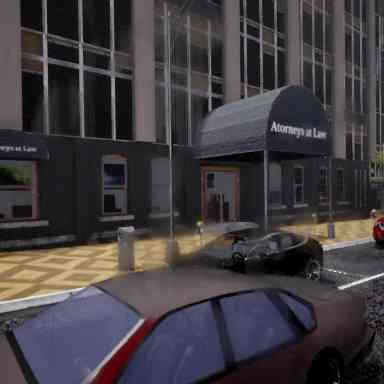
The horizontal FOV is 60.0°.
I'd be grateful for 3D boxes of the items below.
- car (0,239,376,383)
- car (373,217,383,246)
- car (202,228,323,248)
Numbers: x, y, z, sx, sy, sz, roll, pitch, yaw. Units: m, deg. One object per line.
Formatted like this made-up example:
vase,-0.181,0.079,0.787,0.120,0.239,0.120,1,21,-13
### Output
car,-0.279,1.547,3.188,5.357,1.411,2.033,0,0,-37
car,9.650,1.310,14.066,5.009,1.841,2.192,0,-1,-37
car,1.380,1.564,7.856,4.313,1.339,1.947,0,-1,-37
